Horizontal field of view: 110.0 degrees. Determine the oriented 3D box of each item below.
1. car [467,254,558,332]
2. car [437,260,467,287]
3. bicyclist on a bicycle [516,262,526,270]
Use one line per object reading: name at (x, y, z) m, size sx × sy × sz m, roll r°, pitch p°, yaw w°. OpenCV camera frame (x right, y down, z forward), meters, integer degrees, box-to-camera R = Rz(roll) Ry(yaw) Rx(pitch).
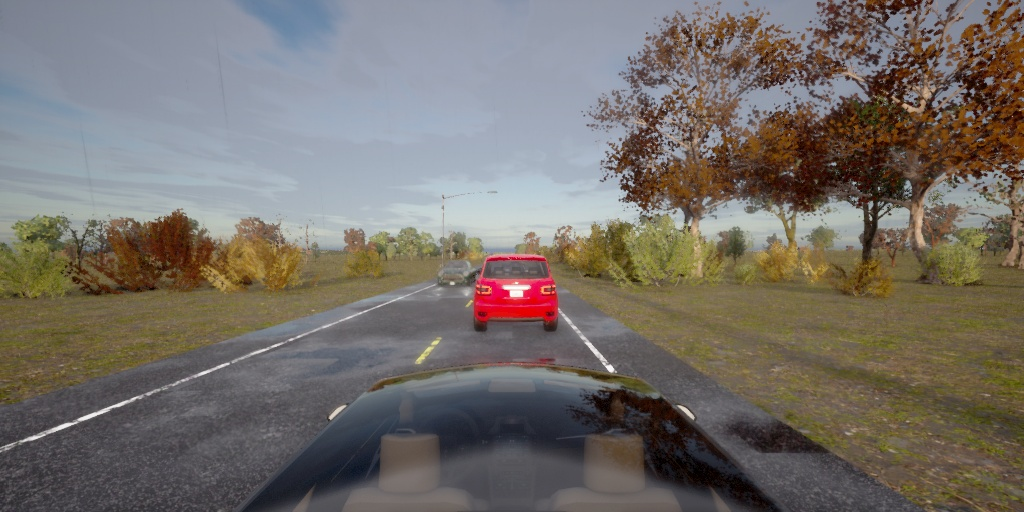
car at (0.079, 0.968, 11.020) m, size 2.150 × 2.045 × 5.566 m, roll 0°, pitch 0°, yaw -1°
car at (-3.672, 1.094, 24.287) m, size 2.097 × 1.767 × 4.553 m, roll 0°, pitch 0°, yaw 0°
bicyclist on a bicycle at (0.861, 1.110, 30.199) m, size 0.659 × 1.776 × 1.843 m, roll 0°, pitch 0°, yaw 0°
